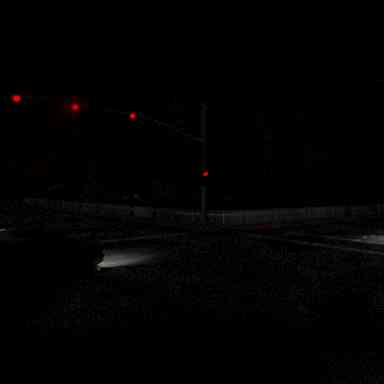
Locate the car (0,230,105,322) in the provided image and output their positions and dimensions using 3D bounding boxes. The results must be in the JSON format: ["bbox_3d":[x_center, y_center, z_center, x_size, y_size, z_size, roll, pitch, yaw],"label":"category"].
[{"bbox_3d":[-3.660,1.546,7.242,2.033,1.411,5.357,0,0,5],"label":"car"}]
